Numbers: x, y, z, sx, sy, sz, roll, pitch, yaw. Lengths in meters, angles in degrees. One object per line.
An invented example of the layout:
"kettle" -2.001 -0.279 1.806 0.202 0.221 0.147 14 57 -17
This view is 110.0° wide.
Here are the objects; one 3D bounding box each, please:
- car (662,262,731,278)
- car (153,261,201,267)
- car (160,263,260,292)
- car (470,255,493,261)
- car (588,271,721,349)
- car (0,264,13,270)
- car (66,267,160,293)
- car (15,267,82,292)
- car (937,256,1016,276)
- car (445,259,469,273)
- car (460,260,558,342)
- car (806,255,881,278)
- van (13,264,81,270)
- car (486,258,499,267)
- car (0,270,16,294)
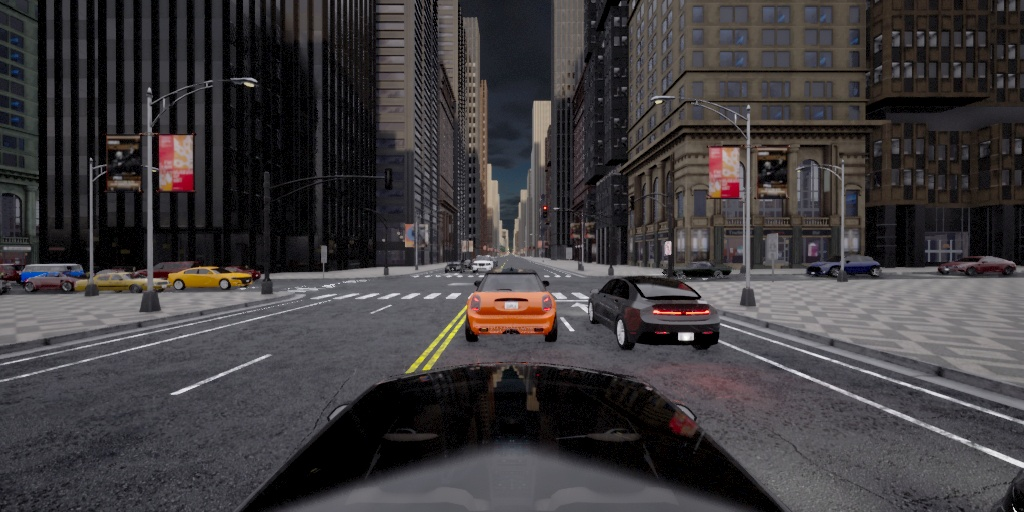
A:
"car" 14.273 1.124 28.042 4.718 1.301 1.895 -1 0 0
"car" -29.128 1.414 30.680 5.009 1.841 2.192 0 0 0
"car" -20.782 1.489 24.806 5.008 1.535 1.882 -1 0 0
"car" -3.449 0.952 43.358 2.150 2.045 5.566 0 0 0
"car" 3.235 1.254 9.102 1.837 1.490 4.892 0 0 0
"car" -44.390 1.621 30.694 5.009 1.841 2.192 0 0 0
"car" -23.880 1.593 22.147 4.829 1.417 1.751 0 0 0
"car" -30.780 1.711 24.819 4.181 1.385 1.994 -1 0 1
"car" 36.351 0.754 28.051 4.674 1.442 1.812 -1 0 0
"car" -6.697 1.295 42.515 1.994 1.385 4.181 0 0 0
"car" -0.007 1.101 9.963 2.097 1.767 4.553 0 0 0
"car" 25.807 0.720 28.052 4.553 1.767 2.097 -1 0 0
"van" -39.303 1.578 30.689 3.998 1.789 1.690 0 0 0
"car" -3.463 1.200 63.596 2.128 1.511 4.902 0 0 0
"car" -33.822 1.751 22.145 4.403 1.370 2.007 0 0 0
